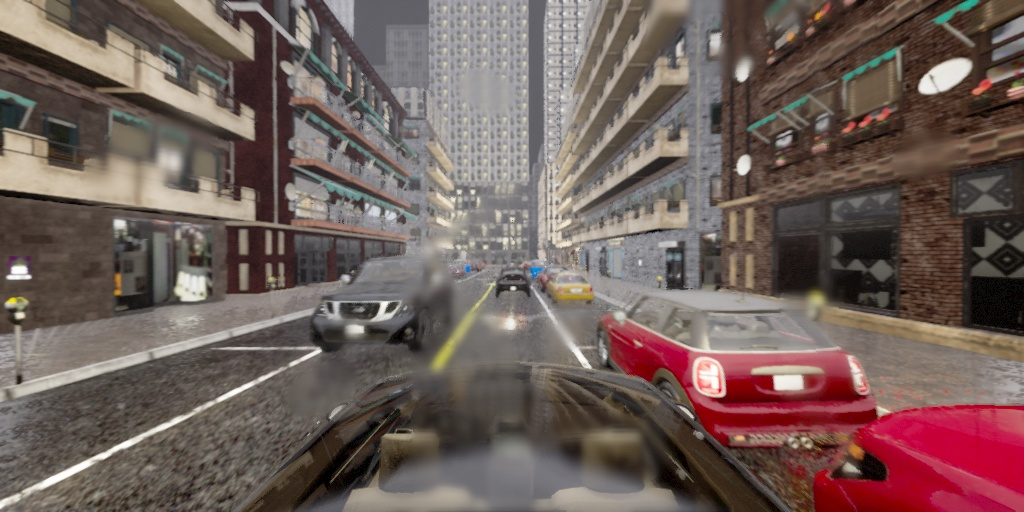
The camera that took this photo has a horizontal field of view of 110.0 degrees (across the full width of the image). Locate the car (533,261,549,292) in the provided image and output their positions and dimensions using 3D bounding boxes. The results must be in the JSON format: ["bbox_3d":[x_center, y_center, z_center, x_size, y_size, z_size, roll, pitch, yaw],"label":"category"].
[{"bbox_3d":[2.543,1.281,21.893,1.967,1.591,4.097,0,0,0],"label":"car"}]

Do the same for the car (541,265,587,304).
[{"bbox_3d":[2.550,1.340,16.514,1.751,1.417,4.829,0,0,0],"label":"car"}]

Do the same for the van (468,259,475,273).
[{"bbox_3d":[-5.360,1.279,38.510,1.690,1.789,3.998,0,0,0],"label":"van"}]

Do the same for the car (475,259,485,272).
[{"bbox_3d":[-5.375,1.304,49.609,2.192,1.841,5.009,0,0,0],"label":"car"}]

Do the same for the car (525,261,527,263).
[{"bbox_3d":[2.498,1.541,55.187,1.888,1.381,4.507,0,0,0],"label":"car"}]

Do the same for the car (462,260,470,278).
[{"bbox_3d":[-5.352,1.352,32.961,1.967,1.591,4.097,0,0,0],"label":"car"}]

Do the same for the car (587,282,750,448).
[{"bbox_3d":[2.565,1.201,5.246,1.967,1.591,4.097,0,0,0],"label":"car"}]

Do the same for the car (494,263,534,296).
[{"bbox_3d":[0.064,1.345,20.069,1.837,1.490,4.892,0,0,0],"label":"car"}]

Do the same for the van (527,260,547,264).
[{"bbox_3d":[2.528,1.234,32.991,1.690,1.789,3.998,0,0,0],"label":"van"}]

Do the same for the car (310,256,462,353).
[{"bbox_3d":[-2.853,1.015,9.337,2.150,2.045,5.566,0,0,0],"label":"car"}]
